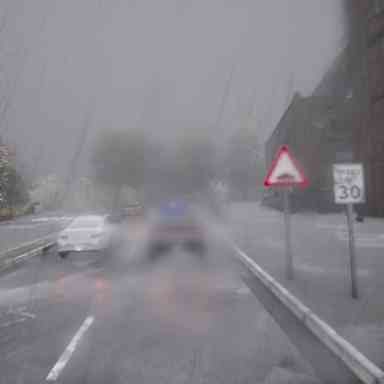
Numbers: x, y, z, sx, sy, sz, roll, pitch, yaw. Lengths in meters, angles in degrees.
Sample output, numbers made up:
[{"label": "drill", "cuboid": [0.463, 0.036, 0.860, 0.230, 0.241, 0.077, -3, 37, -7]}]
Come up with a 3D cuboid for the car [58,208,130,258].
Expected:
[{"label": "car", "cuboid": [-3.857, 1.628, 13.276, 1.812, 1.442, 4.674, -2, 0, -3]}]

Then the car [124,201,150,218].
[{"label": "car", "cuboid": [-4.632, 1.514, 28.006, 2.128, 1.511, 4.902, -2, 0, -1]}]

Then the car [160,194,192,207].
[{"label": "car", "cuboid": [-1.367, 1.161, 26.572, 2.150, 2.045, 5.566, -2, 0, -2]}]

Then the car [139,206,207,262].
[{"label": "car", "cuboid": [-0.558, 1.502, 12.365, 2.128, 1.511, 4.902, -2, 0, -3]}]
